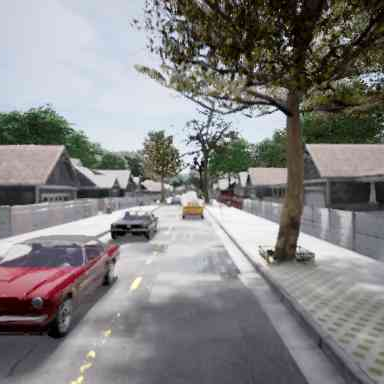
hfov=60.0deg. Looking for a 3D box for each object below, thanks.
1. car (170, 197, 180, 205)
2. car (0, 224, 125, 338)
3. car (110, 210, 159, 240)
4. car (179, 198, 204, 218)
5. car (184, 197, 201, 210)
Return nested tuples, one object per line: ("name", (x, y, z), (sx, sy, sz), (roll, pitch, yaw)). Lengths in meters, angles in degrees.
("car", (-2.770, 1.594, 59.719), (1.812, 1.442, 4.674), (0, 0, 0))
("car", (-2.850, 1.603, 6.717), (1.895, 1.301, 4.718), (0, 0, 0))
("car", (-2.846, 1.609, 17.218), (1.895, 1.301, 4.718), (0, 0, 0))
("car", (0.089, 1.497, 30.292), (1.882, 1.535, 5.008), (0, 0, 0))
("car", (0.039, 1.529, 44.863), (2.128, 1.511, 4.902), (0, 0, 0))
